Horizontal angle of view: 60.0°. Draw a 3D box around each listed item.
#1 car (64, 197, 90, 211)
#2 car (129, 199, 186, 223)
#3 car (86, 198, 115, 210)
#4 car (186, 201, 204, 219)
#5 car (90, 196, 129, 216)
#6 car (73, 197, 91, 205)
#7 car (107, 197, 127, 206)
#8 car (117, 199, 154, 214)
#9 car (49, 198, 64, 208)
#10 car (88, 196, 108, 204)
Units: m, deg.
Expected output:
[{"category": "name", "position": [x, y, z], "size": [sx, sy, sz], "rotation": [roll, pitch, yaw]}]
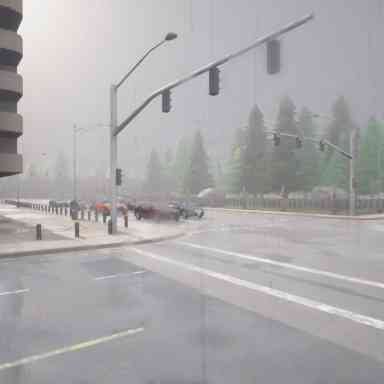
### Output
[{"category": "car", "position": [-13.748, 1.547, 41.307], "size": [2.128, 1.511, 4.902], "rotation": [0, 0, -36]}, {"category": "car", "position": [-2.851, 1.533, 26.553], "size": [1.882, 1.535, 5.008], "rotation": [0, 0, -36]}, {"category": "car", "position": [-12.552, 1.603, 45.580], "size": [2.033, 1.411, 5.357], "rotation": [0, 0, -36]}, {"category": "car", "position": [-0.867, 1.547, 29.758], "size": [2.128, 1.511, 4.902], "rotation": [0, 0, -36]}, {"category": "car", "position": [-8.320, 1.407, 33.947], "size": [2.097, 1.767, 4.553], "rotation": [0, 0, -36]}, {"category": "car", "position": [-20.807, 1.656, 62.957], "size": [1.895, 1.301, 4.718], "rotation": [0, 0, -36]}, {"category": "car", "position": [-13.227, 1.581, 58.610], "size": [1.812, 1.442, 4.674], "rotation": [0, 0, -36]}, {"category": "car", "position": [-6.385, 1.547, 37.224], "size": [2.128, 1.511, 4.902], "rotation": [0, 0, -36]}, {"category": "car", "position": [-20.021, 1.603, 49.856], "size": [2.033, 1.411, 5.357], "rotation": [0, 0, -36]}, {"category": "car", "position": [-18.740, 1.547, 66.049], "size": [2.128, 1.511, 4.902], "rotation": [0, 0, -36]}]
